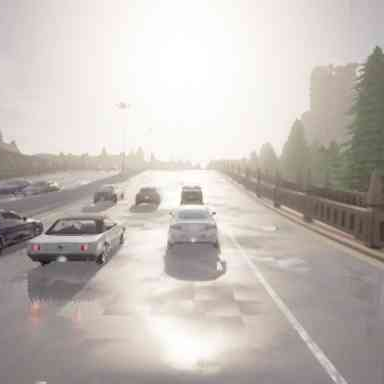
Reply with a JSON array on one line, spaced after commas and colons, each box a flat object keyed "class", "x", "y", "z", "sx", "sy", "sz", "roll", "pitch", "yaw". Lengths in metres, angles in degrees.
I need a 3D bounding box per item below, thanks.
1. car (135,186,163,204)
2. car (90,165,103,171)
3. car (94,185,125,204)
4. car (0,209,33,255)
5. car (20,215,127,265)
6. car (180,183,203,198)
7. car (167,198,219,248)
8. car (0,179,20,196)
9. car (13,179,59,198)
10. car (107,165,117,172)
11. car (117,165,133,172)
[{"class": "car", "x": -3.534, "y": 0.168, "z": 27.928, "sx": 1.994, "sy": 1.385, "sz": 4.181, "roll": 0, "pitch": 6, "yaw": 0}, {"class": "car", "x": -21.349, "y": -5.329, "z": 74.208, "sx": 1.994, "sy": 1.385, "sz": 4.181, "roll": 0, "pitch": 7, "yaw": 0}, {"class": "car", "x": -7.034, "y": 0.087, "z": 28.362, "sx": 1.812, "sy": 1.442, "sz": 4.674, "roll": 0, "pitch": 6, "yaw": 0}, {"class": "car", "x": -6.957, "y": 1.317, "z": 11.591, "sx": 1.812, "sy": 1.442, "sz": 4.674, "roll": 0, "pitch": 2, "yaw": 0}, {"class": "car", "x": -3.454, "y": 1.410, "z": 11.034, "sx": 1.895, "sy": 1.301, "sz": 4.718, "roll": 0, "pitch": 2, "yaw": 0}, {"class": "car", "x": -0.036, "y": -0.036, "z": 28.988, "sx": 1.882, "sy": 1.535, "sz": 5.008, "roll": 0, "pitch": 6, "yaw": 0}, {"class": "car", "x": 0.027, "y": 1.234, "z": 13.258, "sx": 1.812, "sy": 1.442, "sz": 4.674, "roll": 0, "pitch": 3, "yaw": 0}, {"class": "car", "x": -17.746, "y": -0.534, "z": 33.495, "sx": 1.882, "sy": 1.535, "sz": 5.008, "roll": 0, "pitch": 7, "yaw": 0}, {"class": "car", "x": -14.239, "y": -0.282, "z": 31.420, "sx": 2.128, "sy": 1.511, "sz": 4.902, "roll": 0, "pitch": 7, "yaw": 0}, {"class": "car", "x": -17.852, "y": -5.351, "z": 75.024, "sx": 1.994, "sy": 1.385, "sz": 4.181, "roll": 0, "pitch": 7, "yaw": 0}, {"class": "car", "x": -14.345, "y": -5.244, "z": 73.413, "sx": 2.128, "sy": 1.511, "sz": 4.902, "roll": 0, "pitch": 7, "yaw": 0}]
